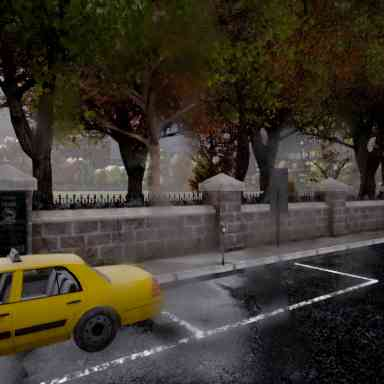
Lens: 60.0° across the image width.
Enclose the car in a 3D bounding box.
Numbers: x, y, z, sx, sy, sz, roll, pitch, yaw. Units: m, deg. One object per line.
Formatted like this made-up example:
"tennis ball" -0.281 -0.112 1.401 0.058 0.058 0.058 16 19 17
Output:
"car" -2.749 1.525 4.598 4.829 1.417 1.752 0 0 -35
